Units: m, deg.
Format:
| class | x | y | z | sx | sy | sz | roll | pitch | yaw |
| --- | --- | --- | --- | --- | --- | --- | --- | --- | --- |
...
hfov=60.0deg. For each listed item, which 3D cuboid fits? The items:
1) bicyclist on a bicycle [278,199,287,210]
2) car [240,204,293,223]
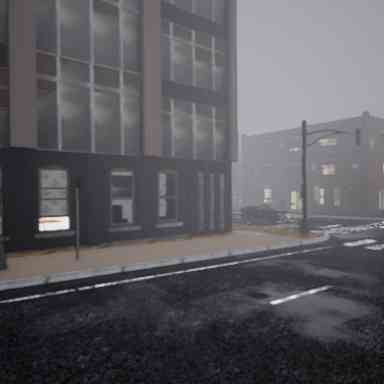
| class | x | y | z | sx | sy | sz | roll | pitch | yaw |
| --- | --- | --- | --- | --- | --- | --- | --- | --- | --- |
| bicyclist on a bicycle | 10.191 | 1.578 | 37.510 | 1.656 | 1.620 | 0.582 | -1 | 0 | -37 |
| car | 6.216 | 1.780 | 28.239 | 2.128 | 1.511 | 4.902 | -1 | 0 | -37 |
